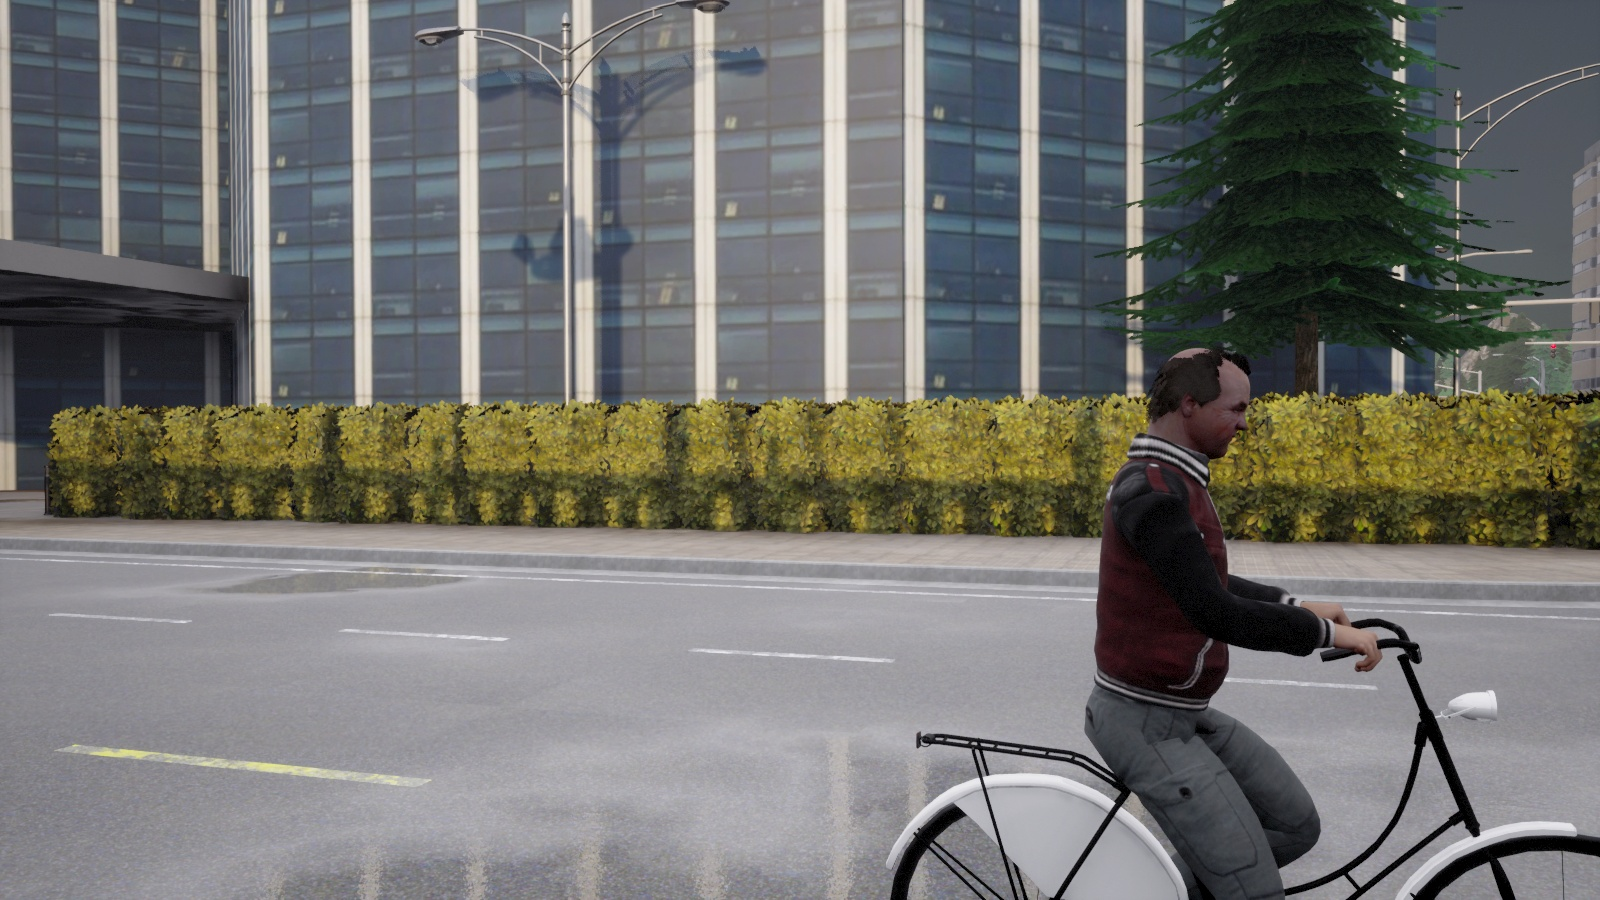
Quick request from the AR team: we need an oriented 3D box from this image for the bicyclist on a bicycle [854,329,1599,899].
[{"bbox_3d":[1.099,0.656,2.832,1.843,1.776,0.659,0,1,18],"label":"bicyclist on a bicycle"}]
